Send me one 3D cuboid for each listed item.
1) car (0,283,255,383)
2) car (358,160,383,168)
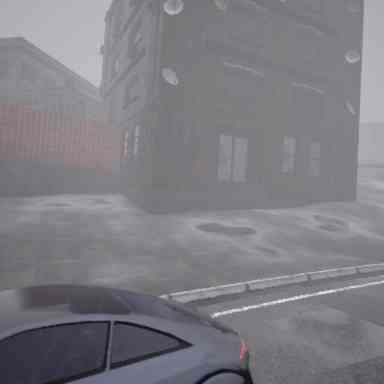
[{"bbox_3d":[-1.479,1.563,2.646,4.181,1.385,1.994,0,0,-33],"label":"car"},{"bbox_3d":[22.559,-3.268,42.061,4.553,1.767,2.185,2,-3,16],"label":"car"}]
